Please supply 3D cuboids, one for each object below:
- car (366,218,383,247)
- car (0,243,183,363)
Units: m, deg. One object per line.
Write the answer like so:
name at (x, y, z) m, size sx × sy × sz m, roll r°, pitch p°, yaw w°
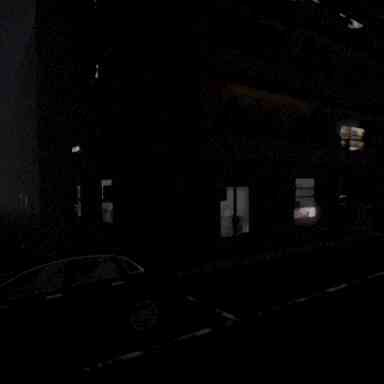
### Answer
car at (8.282, 1.356, 12.534) m, size 4.206 × 1.307 × 1.802 m, roll -1°, pitch 1°, yaw -36°
car at (-2.203, 1.534, 4.990) m, size 4.403 × 1.369 × 2.008 m, roll -1°, pitch 1°, yaw -36°
